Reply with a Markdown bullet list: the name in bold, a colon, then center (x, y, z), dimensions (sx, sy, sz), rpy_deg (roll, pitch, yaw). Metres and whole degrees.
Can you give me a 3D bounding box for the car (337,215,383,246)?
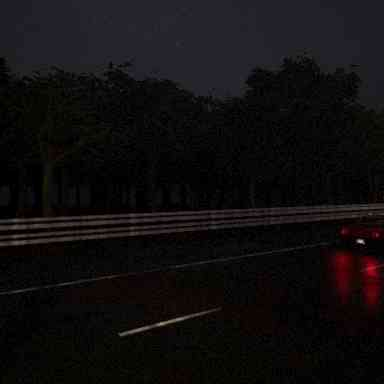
- **car**: center (8.293, 1.616, 14.084), dimensions (4.718, 1.301, 1.895), rpy_deg (0, 0, -35)
